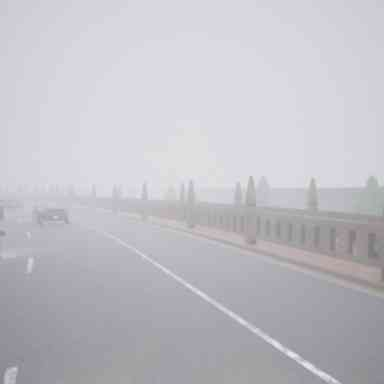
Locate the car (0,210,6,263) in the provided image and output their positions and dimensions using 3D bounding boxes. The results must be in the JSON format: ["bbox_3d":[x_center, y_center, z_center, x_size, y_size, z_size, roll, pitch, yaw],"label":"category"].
[{"bbox_3d":[-5.751,1.403,7.902,1.837,1.490,4.892,1,0,-25],"label":"car"}]

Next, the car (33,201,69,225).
[{"bbox_3d":[-9.448,1.327,22.201,1.812,1.442,4.674,1,0,-31],"label":"car"}]

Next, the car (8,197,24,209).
[{"bbox_3d":[-20.059,1.179,36.668,1.994,1.385,4.181,1,0,-40],"label":"car"}]

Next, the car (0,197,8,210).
[{"bbox_3d":[-14.737,1.205,24.002,1.882,1.535,5.008,1,0,-33],"label":"car"}]
